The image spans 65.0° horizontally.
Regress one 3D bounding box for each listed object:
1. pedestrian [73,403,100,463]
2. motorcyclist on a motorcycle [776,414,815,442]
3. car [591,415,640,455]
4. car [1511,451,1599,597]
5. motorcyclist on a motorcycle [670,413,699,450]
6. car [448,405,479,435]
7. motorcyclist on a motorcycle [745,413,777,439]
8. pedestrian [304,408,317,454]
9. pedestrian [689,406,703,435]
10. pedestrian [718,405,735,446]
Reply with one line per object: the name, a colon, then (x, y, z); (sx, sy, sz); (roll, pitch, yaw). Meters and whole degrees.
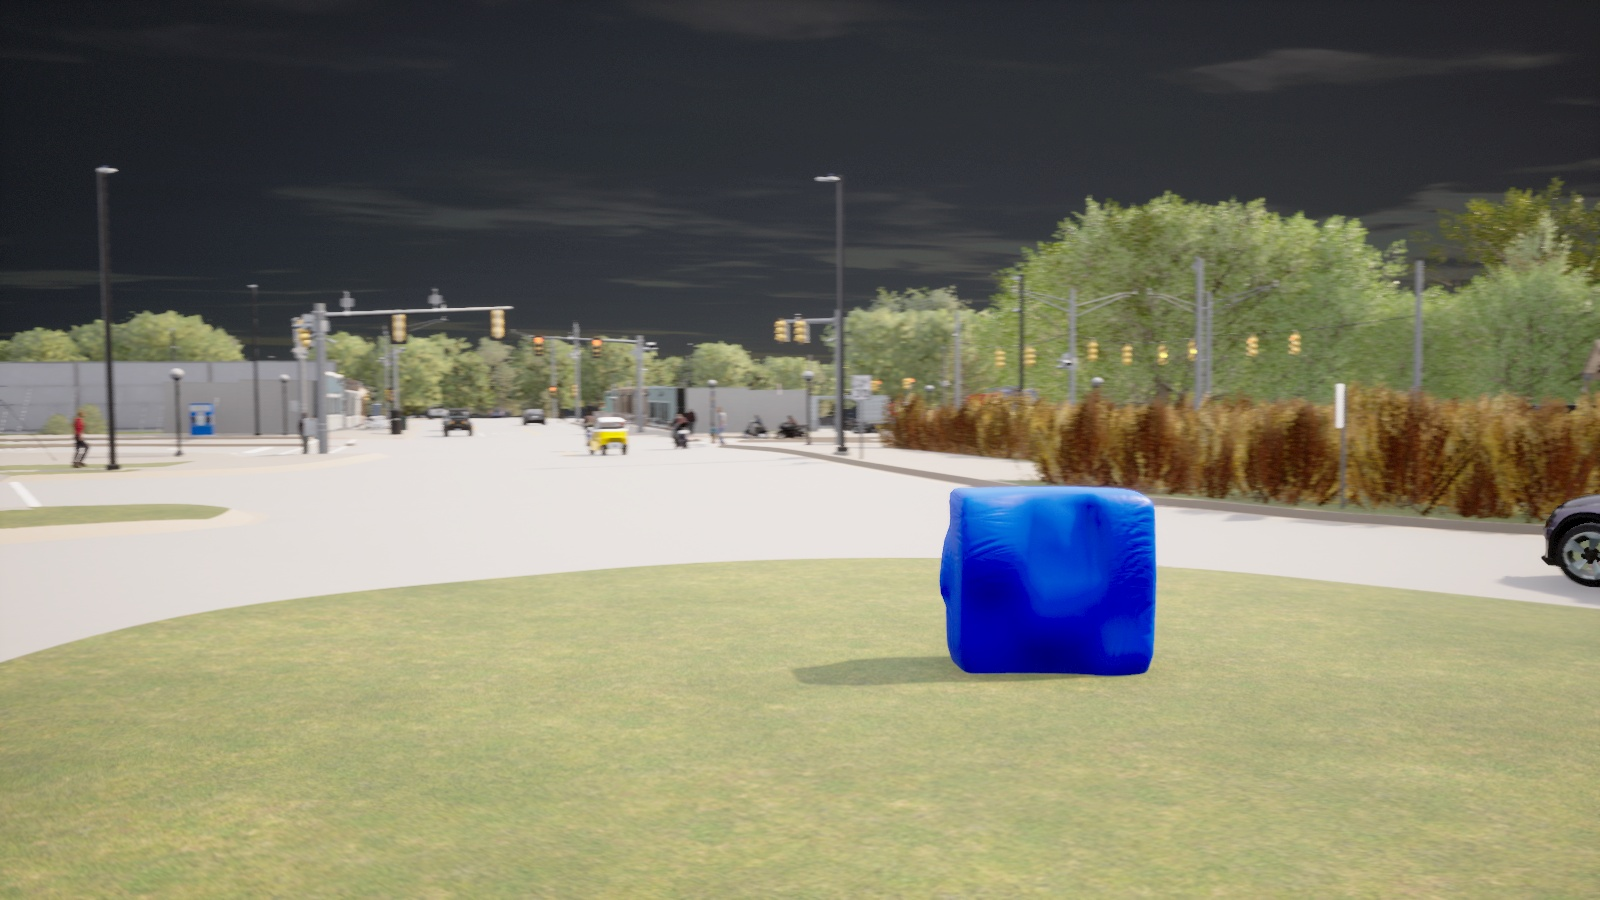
pedestrian: (-22.043, -0.532, 38.793); (0.636, 1.846, 0.331); (-3, 4, -41)
motorcyclist on a motorcycle: (-0.242, -1.272, 72.359); (2.044, 1.523, 0.797); (1, 2, -20)
car: (-6.715, -0.559, 45.636); (1.481, 1.376, 2.207); (-1, 2, -16)
car: (10.626, 0.900, 13.614); (2.033, 1.649, 4.856); (1, 1, -21)
motorcyclist on a motorcycle: (-4.828, -0.770, 52.393); (0.866, 1.530, 2.191); (-1, 1, -15)
car: (-22.548, -2.027, 84.176); (1.905, 1.878, 3.866); (-1, 3, -14)
motorcyclist on a motorcycle: (-2.480, -1.495, 79.461); (1.817, 1.590, 0.866); (1, 1, -13)
pedestrian: (-20.608, -0.813, 52.885); (0.402, 1.930, 0.666); (-2, 3, -28)
pedestrian: (-6.725, -1.887, 81.369); (0.634, 1.844, 0.899); (1, 3, 14)
pedestrian: (-3.307, -1.107, 56.337); (0.706, 1.836, 0.354); (-1, 3, -19)
